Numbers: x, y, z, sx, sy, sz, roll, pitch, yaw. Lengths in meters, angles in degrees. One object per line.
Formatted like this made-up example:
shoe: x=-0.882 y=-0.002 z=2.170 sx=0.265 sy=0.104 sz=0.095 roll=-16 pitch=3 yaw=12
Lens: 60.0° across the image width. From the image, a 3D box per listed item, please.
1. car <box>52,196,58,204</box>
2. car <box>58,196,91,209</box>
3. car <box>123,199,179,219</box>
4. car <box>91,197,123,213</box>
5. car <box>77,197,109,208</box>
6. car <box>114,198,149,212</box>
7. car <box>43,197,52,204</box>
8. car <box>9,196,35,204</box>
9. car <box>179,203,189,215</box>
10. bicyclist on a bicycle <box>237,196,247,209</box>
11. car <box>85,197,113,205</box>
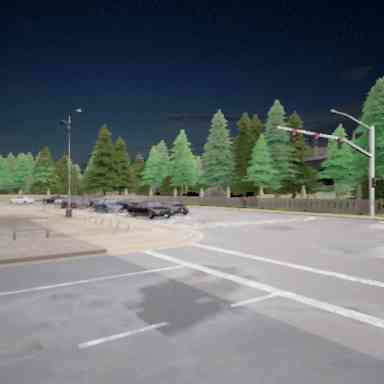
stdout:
car: x=-21.020 y=1.577 z=56.617 sx=4.718 sy=1.301 sz=1.895 roll=0 pitch=0 yaw=26
car: x=-15.360 y=1.323 z=44.071 sx=4.553 sy=1.767 sz=2.097 roll=0 pitch=0 yaw=42
car: x=-3.658 y=1.520 z=28.660 sx=2.033 sy=1.411 sz=5.357 roll=0 pitch=0 yaw=-37
car: x=-9.098 y=1.498 z=36.375 sx=1.812 sy=1.442 sz=4.674 roll=0 pitch=0 yaw=-36
car: x=-14.201 y=1.468 z=47.745 sx=4.902 sy=1.511 sz=2.128 roll=0 pitch=0 yaw=41
car: x=-7.331 y=1.527 z=39.988 sx=2.033 sy=1.411 sz=5.357 roll=0 pitch=0 yaw=-36
car: x=-25.576 y=1.480 z=62.313 sx=4.892 sy=1.490 sz=1.837 roll=0 pitch=0 yaw=15
car: x=-30.556 y=1.490 z=59.782 sx=4.674 sy=1.442 sz=1.812 roll=0 pitch=0 yaw=12
car: x=-2.061 y=1.543 z=32.481 sx=1.994 sy=1.385 sz=4.181 roll=0 pitch=0 yaw=-35
bicyclist on a bicycle: x=6.078 y=1.303 z=40.091 sx=1.656 sy=1.620 sz=0.582 roll=0 pitch=0 yaw=-35
car: x=-16.268 y=1.587 z=58.033 sx=4.718 sy=1.301 sz=1.895 roll=0 pitch=0 yaw=31
